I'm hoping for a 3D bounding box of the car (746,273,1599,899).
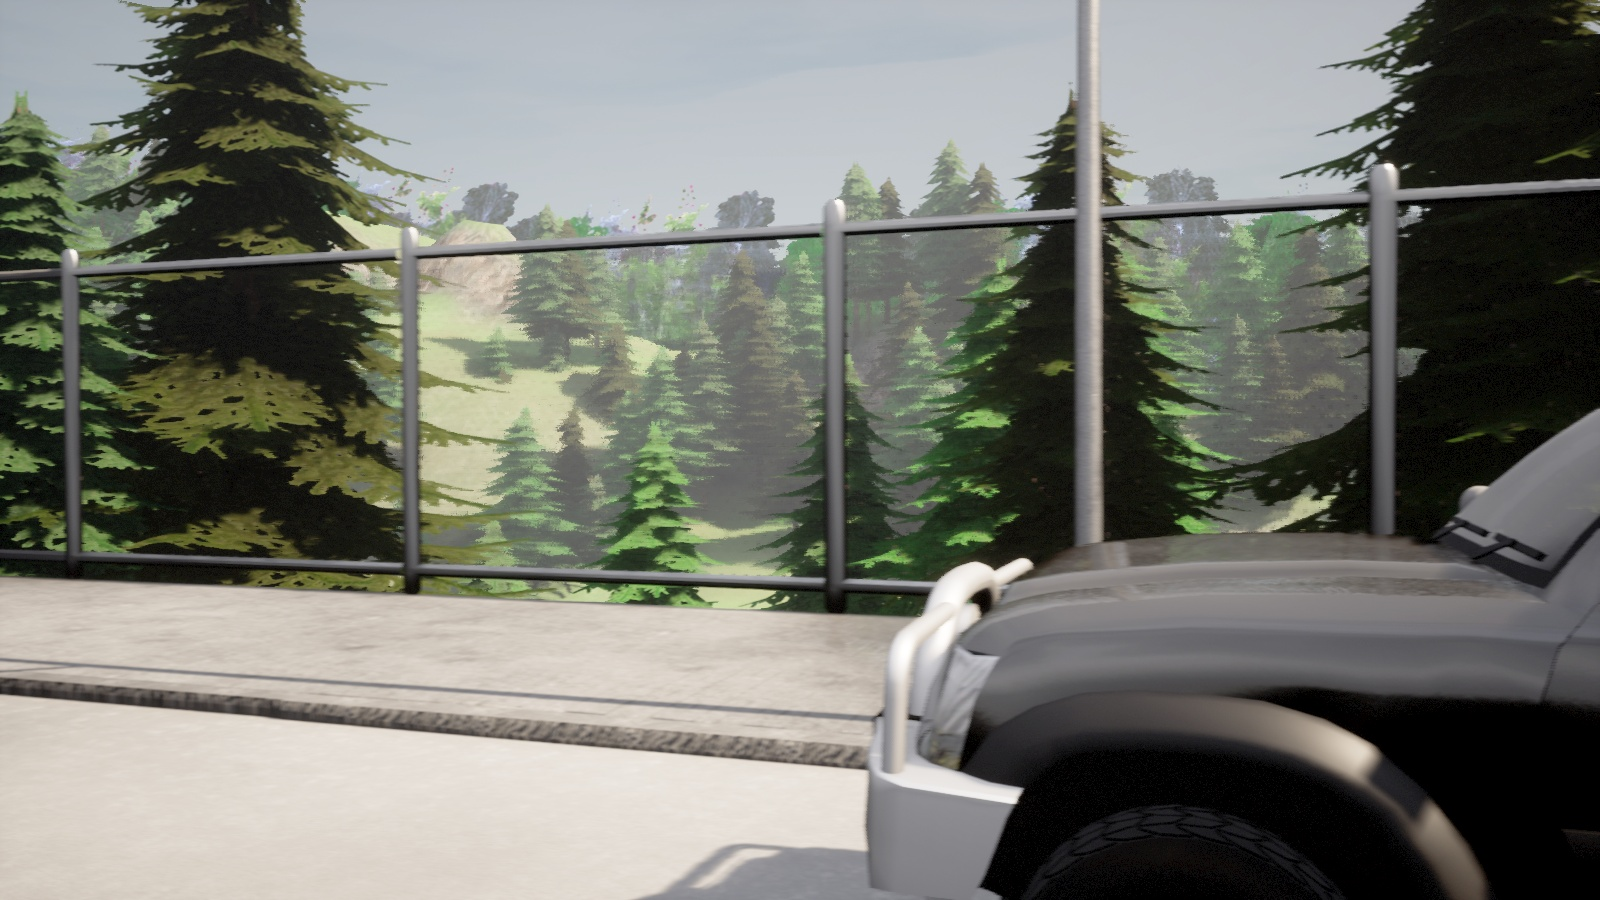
[{"bbox_3d":[2.372,0.605,2.939,4.605,1.855,1.932,1,1,19],"label":"car"}]
